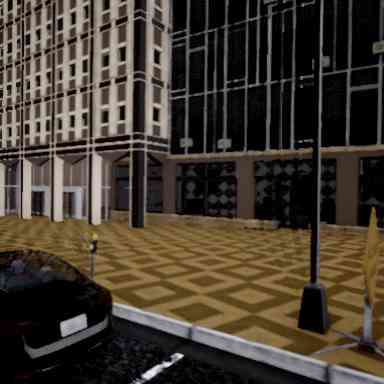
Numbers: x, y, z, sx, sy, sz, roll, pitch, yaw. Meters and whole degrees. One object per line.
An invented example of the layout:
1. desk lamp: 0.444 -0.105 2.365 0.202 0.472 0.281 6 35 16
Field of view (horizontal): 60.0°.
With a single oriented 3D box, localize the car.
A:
1. car: -3.048 1.563 5.034 4.313 1.339 1.947 0 1 35
